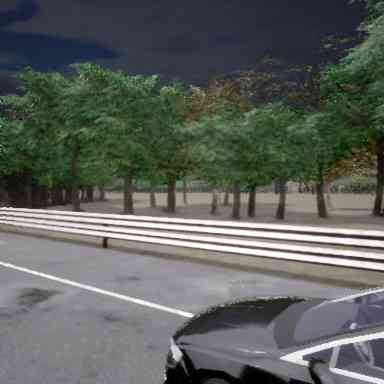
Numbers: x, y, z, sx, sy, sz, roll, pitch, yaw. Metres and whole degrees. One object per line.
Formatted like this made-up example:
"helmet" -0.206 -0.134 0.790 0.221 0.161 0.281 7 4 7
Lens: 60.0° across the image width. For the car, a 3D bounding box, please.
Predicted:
"car" 1.963 1.495 2.489 4.902 1.511 2.128 0 0 36
